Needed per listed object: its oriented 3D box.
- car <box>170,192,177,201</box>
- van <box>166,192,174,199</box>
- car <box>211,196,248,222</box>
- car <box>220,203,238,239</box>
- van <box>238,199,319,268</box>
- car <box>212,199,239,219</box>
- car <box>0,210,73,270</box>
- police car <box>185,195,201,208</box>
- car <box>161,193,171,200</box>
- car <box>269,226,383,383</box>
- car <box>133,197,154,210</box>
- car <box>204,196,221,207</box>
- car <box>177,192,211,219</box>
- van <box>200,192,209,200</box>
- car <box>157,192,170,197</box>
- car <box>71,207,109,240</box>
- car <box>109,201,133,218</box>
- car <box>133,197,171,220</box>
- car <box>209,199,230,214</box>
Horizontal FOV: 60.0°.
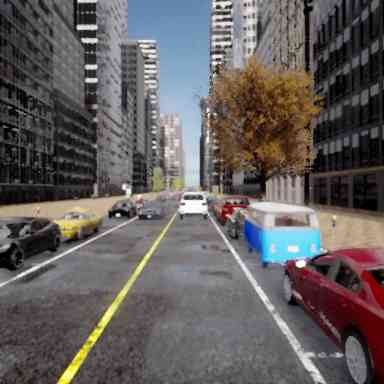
[{"bbox_3d":[-2.971,1.037,67.141,1.882,1.535,5.008,0,0,0],"label":"car"},{"bbox_3d":[-5.644,0.783,84.416,1.690,1.788,3.998,0,0,0],"label":"van"},{"bbox_3d":[2.701,1.173,22.063,2.192,1.841,5.009,0,0,0],"label":"car"},{"bbox_3d":[2.698,1.445,16.396,2.008,1.369,4.403,0,0,0],"label":"car"},{"bbox_3d":[2.695,1.272,10.727,1.690,1.788,3.998,0,0,0],"label":"van"},{"bbox_3d":[2.705,1.345,27.902,1.752,1.417,4.829,0,0,0],"label":"car"},{"bbox_3d":[-5.686,1.496,10.734,1.947,1.339,4.313,0,0,0],"label":"car"},{"bbox_3d":[0.084,1.216,45.134,2.038,1.542,4.974,0,1,0],"label":"police car"},{"bbox_3d":[-5.651,0.960,73.081,1.967,1.590,4.097,0,0,0],"label":"car"},{"bbox_3d":[2.691,1.512,5.060,1.887,1.381,4.507,0,0,0],"label":"car"},{"bbox_3d":[-5.670,1.328,39.074,1.802,1.307,4.206,0,0,0],"label":"car"},{"bbox_3d":[2.714,1.276,44.736,1.947,1.339,4.313,0,0,0],"label":"car"},{"bbox_3d":[0.117,1.045,27.456,2.150,2.045,5.566,0,1,0],"label":"car"},{"bbox_3d":[2.729,0.862,73.075,1.690,1.788,3.998,0,0,0],"label":"van"},{"bbox_3d":[-5.657,1.163,61.745,1.947,1.339,4.313,0,0,0],"label":"car"},{"bbox_3d":[-5.682,1.420,16.232,1.752,1.417,4.829,0,0,0],"label":"car"},{"bbox_3d":[-5.676,1.386,27.737,1.947,1.339,4.313,0,0,0],"label":"car"},{"bbox_3d":[-3.086,1.374,26.685,2.033,1.411,5.357,0,0,0],"label":"car"},{"bbox_3d":[2.708,1.366,33.400,1.802,1.307,4.206,0,0,0],"label":"car"}]
